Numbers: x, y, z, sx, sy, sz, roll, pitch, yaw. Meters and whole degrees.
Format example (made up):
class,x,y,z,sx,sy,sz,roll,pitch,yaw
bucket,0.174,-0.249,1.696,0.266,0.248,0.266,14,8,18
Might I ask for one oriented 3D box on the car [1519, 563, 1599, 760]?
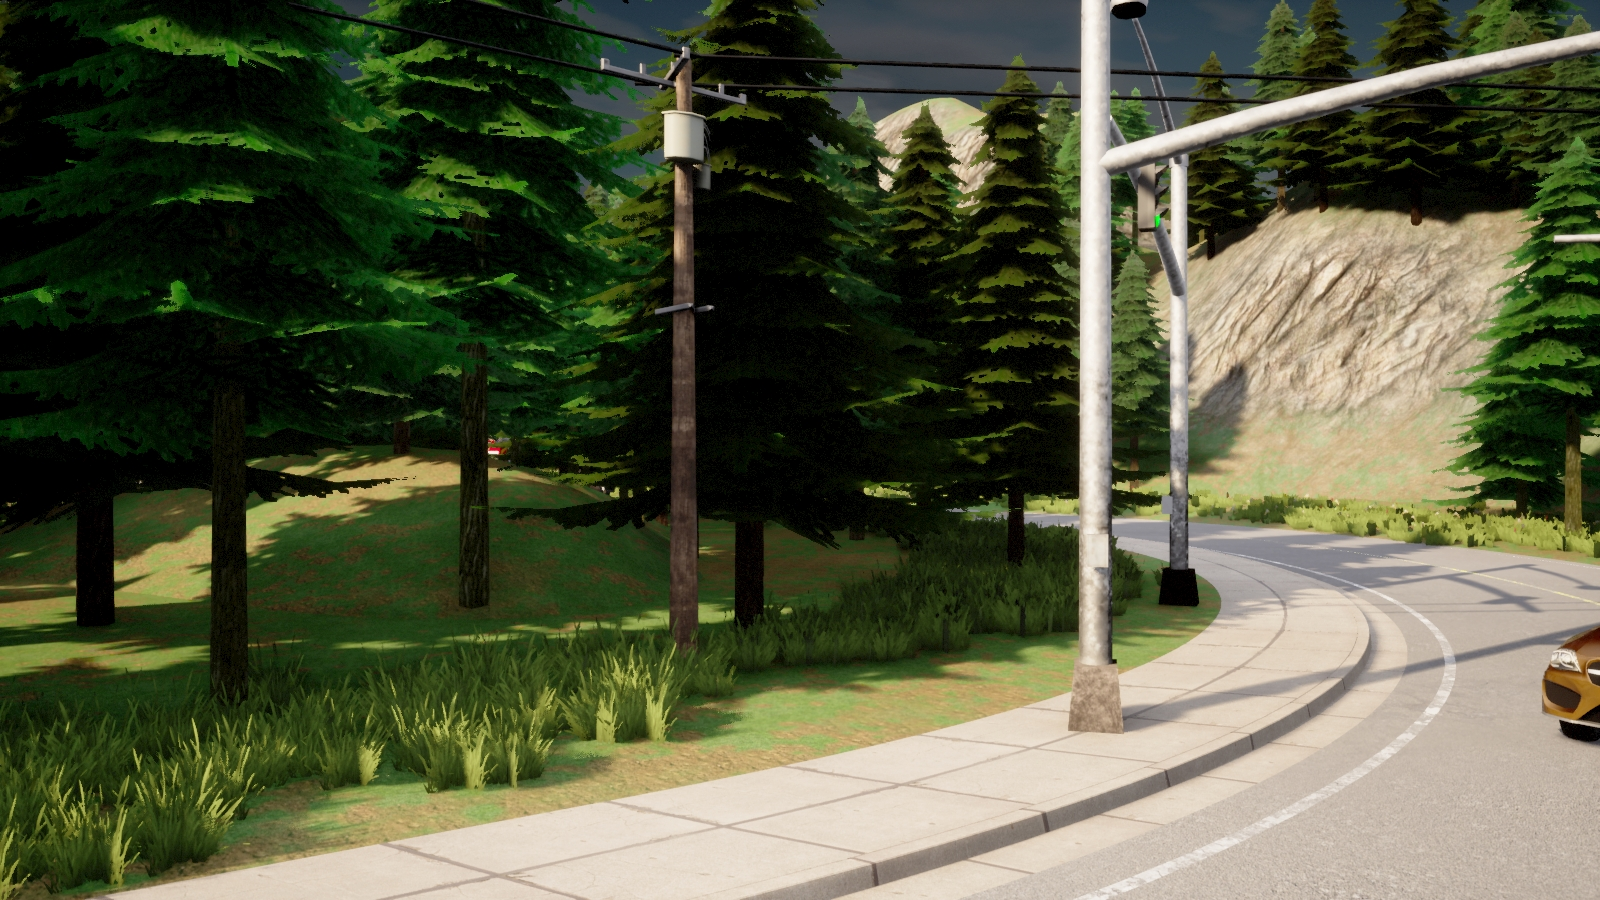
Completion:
class,x,y,z,sx,sy,sz,roll,pitch,yaw
car,9.577,1.970,11.147,5.027,1.651,2.152,0,0,-29
